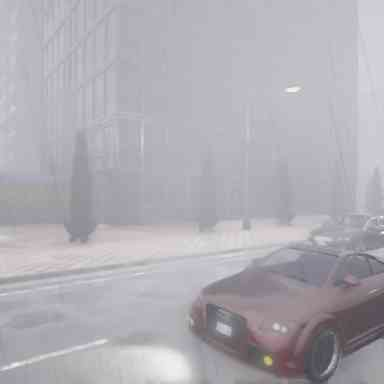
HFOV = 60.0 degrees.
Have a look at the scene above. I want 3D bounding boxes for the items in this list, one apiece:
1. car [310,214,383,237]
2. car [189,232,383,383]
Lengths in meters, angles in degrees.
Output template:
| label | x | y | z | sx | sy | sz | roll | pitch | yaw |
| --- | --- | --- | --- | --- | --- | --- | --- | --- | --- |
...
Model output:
| label | x | y | z | sx | sy | sz | roll | pitch | yaw |
| --- | --- | --- | --- | --- | --- | --- | --- | --- | --- |
| car | 6.614 | 1.656 | 13.370 | 4.902 | 1.511 | 2.128 | 1 | -1 | -37 |
| car | 2.009 | 1.624 | 5.532 | 4.181 | 1.385 | 1.994 | 1 | -1 | -37 |
